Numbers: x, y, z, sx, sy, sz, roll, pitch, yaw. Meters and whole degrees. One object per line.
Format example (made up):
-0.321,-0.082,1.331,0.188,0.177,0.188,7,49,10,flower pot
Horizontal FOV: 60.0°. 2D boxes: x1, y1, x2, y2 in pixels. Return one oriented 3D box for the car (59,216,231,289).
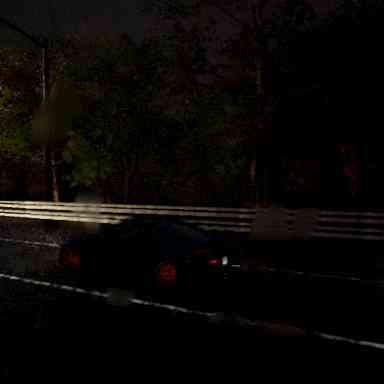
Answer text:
-1.301,1.372,8.627,4.674,1.442,1.812,0,2,27,car
